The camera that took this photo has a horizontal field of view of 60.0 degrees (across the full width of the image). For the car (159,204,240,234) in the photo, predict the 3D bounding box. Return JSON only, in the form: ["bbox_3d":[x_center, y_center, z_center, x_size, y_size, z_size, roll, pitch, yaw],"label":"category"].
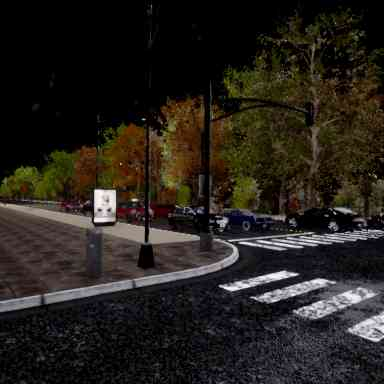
[{"bbox_3d":[0.293,1.582,20.113,2.128,1.511,4.902,1,-1,-34],"label":"car"}]

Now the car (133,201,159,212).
[{"bbox_3d":[-6.575,2.058,47.561,1.994,1.385,4.181,1,-1,-35],"label":"car"}]

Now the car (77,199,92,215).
[{"bbox_3d":[-10.126,1.770,35.218,2.128,1.511,4.902,1,-1,-35],"label":"car"}]

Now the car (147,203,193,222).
[{"bbox_3d":[-2.036,1.750,29.220,1.812,1.442,4.674,1,-1,-35],"label":"car"}]

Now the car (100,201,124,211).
[{"bbox_3d":[-11.973,2.024,49.526,1.812,1.442,4.674,1,-1,-34],"label":"car"}]

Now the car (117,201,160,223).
[{"bbox_3d":[-4.923,1.537,27.686,2.097,1.767,4.553,1,-1,-35],"label":"car"}]

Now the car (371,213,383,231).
[{"bbox_3d":[12.857,1.636,19.459,2.128,1.511,4.902,1,-1,-35],"label":"car"}]

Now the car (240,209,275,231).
[{"bbox_3d":[3.116,1.732,21.764,1.895,1.301,4.718,1,-1,-35],"label":"car"}]

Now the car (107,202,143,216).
[{"bbox_3d":[-7.560,1.871,37.215,2.033,1.411,5.357,1,-1,-34],"label":"car"}]

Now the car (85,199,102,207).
[{"bbox_3d":[-19.938,2.238,66.888,1.837,1.490,4.892,1,-1,-35],"label":"car"}]

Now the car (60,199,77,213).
[{"bbox_3d":[-15.726,1.732,43.375,2.097,1.767,4.553,1,-1,-34],"label":"car"}]

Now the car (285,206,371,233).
[{"bbox_3d":[8.053,1.645,20.693,1.837,1.490,4.892,1,-1,-35],"label":"car"}]

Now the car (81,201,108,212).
[{"bbox_3d":[-13.556,1.980,45.955,2.033,1.411,5.357,1,-1,-34],"label":"car"}]
